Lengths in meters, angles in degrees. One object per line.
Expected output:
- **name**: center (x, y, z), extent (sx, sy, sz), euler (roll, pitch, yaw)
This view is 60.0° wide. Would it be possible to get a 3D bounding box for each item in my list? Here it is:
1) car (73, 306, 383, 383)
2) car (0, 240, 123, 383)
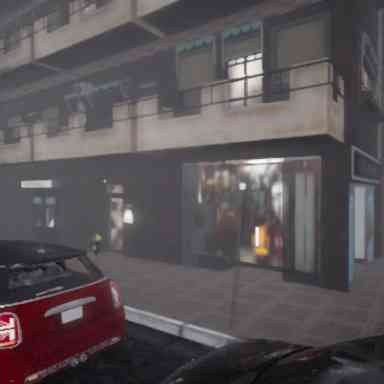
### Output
- **car**: center (1.543, 1.566, 1.770), extent (4.313, 1.339, 1.947), euler (0, 0, 35)
- **car**: center (-2.965, 1.448, 4.980), extent (4.097, 1.590, 1.967), euler (0, 0, 35)
